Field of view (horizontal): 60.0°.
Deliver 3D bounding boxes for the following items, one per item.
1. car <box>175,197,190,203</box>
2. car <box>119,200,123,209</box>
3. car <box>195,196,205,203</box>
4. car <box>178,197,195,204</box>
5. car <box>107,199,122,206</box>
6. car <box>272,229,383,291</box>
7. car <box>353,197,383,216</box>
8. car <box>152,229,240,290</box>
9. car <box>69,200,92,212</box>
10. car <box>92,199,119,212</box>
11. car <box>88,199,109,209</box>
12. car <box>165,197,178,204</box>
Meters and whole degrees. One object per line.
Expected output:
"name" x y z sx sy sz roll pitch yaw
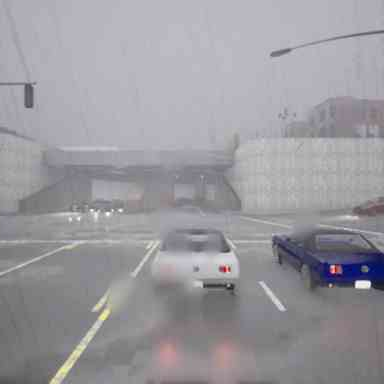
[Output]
"car" -2.330 2.029 84.964 1.882 1.535 5.008 0 0 24
"car" -11.445 1.903 52.200 1.994 1.385 4.181 0 0 -2
"car" 1.471 1.907 84.997 2.097 1.767 4.553 0 0 28
"car" -1.191 2.012 74.994 2.128 1.511 4.902 0 0 6
"car" -15.176 2.024 65.211 1.895 1.301 4.718 0 0 -1
"car" 3.593 1.661 9.176 1.895 1.301 4.718 0 0 0
"car" 15.835 1.156 27.987 4.181 1.385 1.994 -7 0 0
"car" 0.093 1.661 9.173 1.895 1.301 4.718 0 0 0
"car" -14.753 1.778 44.149 2.128 1.511 4.902 0 0 -1
"car" -11.238 1.808 43.522 1.812 1.442 4.674 0 0 -1
"car" -14.966 1.838 53.426 2.128 1.511 4.902 0 0 -1
"car" -4.692 1.843 75.101 2.097 1.767 4.553 0 0 6
